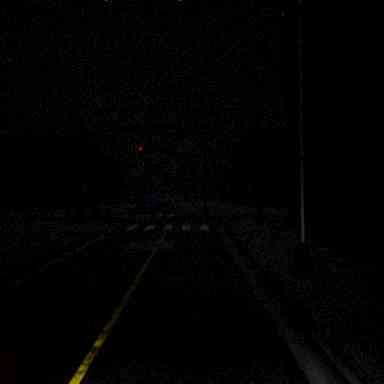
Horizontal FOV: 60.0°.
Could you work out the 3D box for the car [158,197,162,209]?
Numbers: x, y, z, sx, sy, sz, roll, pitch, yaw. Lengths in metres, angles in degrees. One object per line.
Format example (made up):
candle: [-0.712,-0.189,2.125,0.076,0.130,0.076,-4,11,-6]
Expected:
car: [-5.410,1.653,42.663,2.008,1.369,4.403,2,-1,0]

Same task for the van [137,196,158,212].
van: [-5.395,1.400,39.346,1.690,1.788,3.998,2,-1,0]

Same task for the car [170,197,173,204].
car: [-5.481,2.066,68.807,1.802,1.307,4.206,2,-1,0]

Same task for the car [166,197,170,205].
car: [-5.452,1.864,58.227,1.887,1.381,4.507,2,-1,0]

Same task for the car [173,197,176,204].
car: [-5.509,2.209,79.387,1.887,1.381,4.507,1,-1,0]

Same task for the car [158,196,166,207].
car: [-5.416,1.484,47.651,2.192,1.841,5.009,2,-1,0]
